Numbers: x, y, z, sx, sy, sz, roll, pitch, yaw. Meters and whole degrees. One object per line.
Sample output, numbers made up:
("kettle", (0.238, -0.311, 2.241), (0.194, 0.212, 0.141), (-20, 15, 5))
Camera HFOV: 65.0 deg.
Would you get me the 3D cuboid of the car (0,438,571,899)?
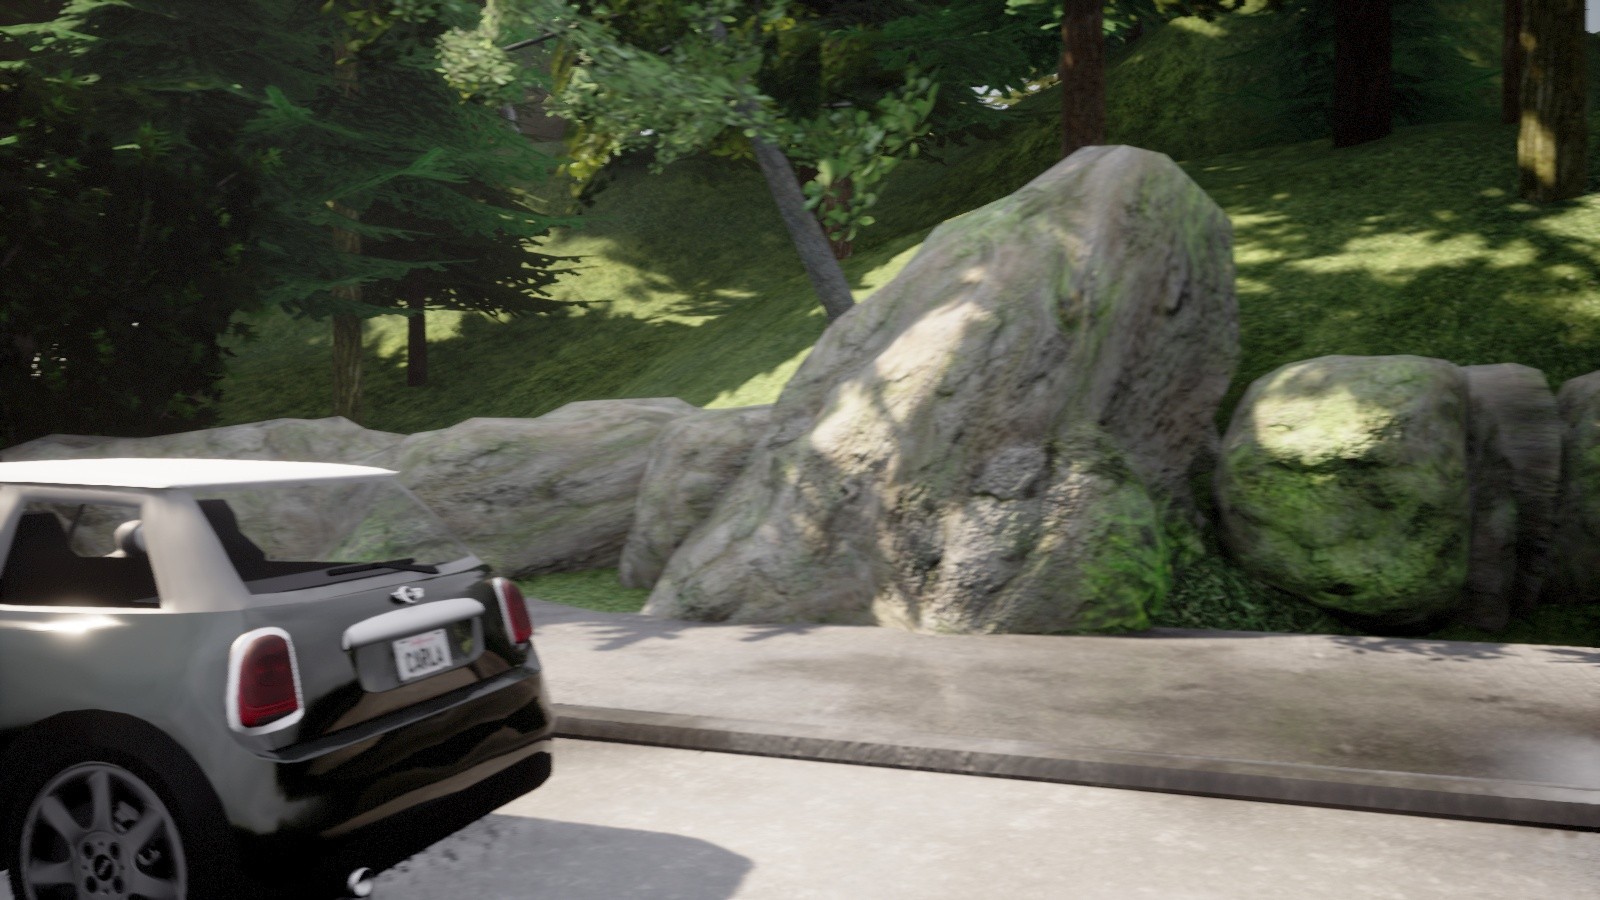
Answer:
("car", (-3.042, 0.704, 4.737), (3.806, 1.475, 1.970), (0, 1, 17))
